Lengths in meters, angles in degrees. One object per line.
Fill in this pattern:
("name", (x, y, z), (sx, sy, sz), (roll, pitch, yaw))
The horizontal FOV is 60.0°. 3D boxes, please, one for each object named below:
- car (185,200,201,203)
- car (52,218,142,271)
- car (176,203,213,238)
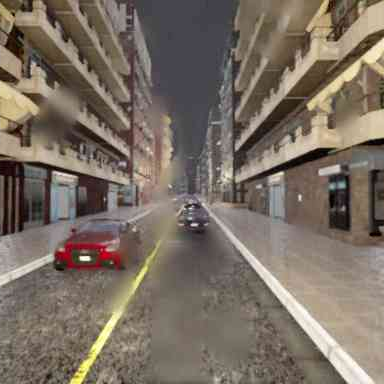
("car", (0.103, 1.566, 38.950), (1.994, 1.385, 4.181), (0, 0, 0))
("car", (-2.847, 1.569, 10.820), (1.994, 1.385, 4.181), (0, 0, 0))
("car", (0.101, 1.554, 17.762), (2.033, 1.411, 5.357), (0, 0, 0))
